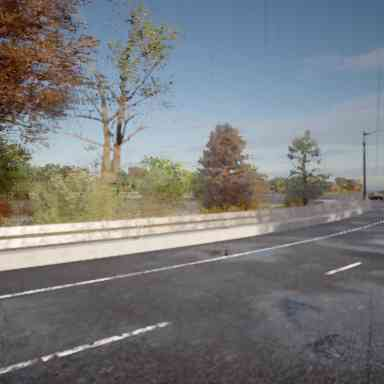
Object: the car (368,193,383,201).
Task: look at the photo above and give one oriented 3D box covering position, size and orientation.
[{"bbox_3d":[37.966,1.042,68.978,1.837,1.490,4.892,-1,0,10],"label":"car"}]
